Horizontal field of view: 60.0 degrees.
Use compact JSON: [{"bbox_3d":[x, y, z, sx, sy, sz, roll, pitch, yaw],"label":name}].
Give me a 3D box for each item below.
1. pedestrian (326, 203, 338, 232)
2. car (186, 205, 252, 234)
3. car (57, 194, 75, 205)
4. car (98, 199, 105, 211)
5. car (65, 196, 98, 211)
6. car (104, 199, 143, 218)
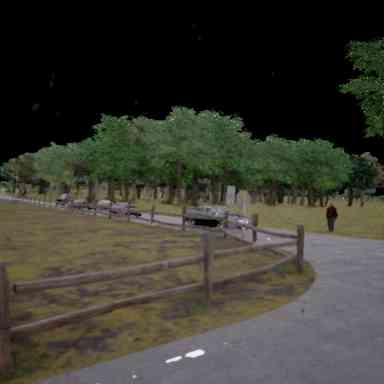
[{"bbox_3d":[8.609,1.547,20.547,0.375,1.860,0.375,2,-1,-35],"label":"pedestrian"},{"bbox_3d":[1.525,1.581,20.167,2.128,1.511,4.902,2,-1,-35],"label":"car"},{"bbox_3d":[-21.895,1.364,58.315,2.150,2.045,5.566,2,-1,-36],"label":"car"},{"bbox_3d":[-11.823,1.699,44.098,1.812,1.442,4.674,2,-1,-35],"label":"car"},{"bbox_3d":[-14.293,1.625,42.535,2.033,1.411,5.357,2,-1,-35],"label":"car"},{"bbox_3d":[-6.263,1.648,31.183,1.994,1.385,4.181,2,-1,-35],"label":"car"}]
